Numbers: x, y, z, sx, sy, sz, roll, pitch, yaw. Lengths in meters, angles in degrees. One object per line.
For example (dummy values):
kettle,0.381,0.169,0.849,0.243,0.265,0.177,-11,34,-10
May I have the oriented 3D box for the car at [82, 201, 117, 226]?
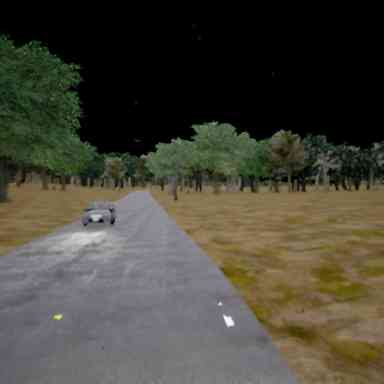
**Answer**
car,-6.079,1.349,22.246,2.128,1.511,4.902,0,1,-8
